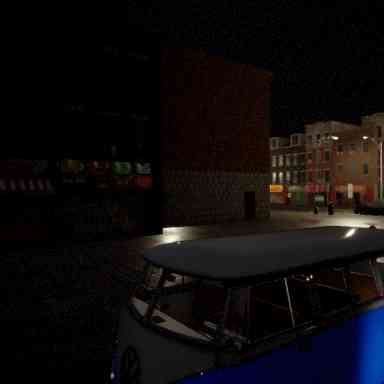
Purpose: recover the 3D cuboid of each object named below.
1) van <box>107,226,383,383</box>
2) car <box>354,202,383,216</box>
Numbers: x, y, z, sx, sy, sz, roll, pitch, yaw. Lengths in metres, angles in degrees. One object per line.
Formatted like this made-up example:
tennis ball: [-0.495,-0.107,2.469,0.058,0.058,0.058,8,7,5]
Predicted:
van: [1.124,1.341,3.624,3.998,1.788,1.690,0,0,-36]
car: [17.290,1.555,29.434,2.033,1.411,5.357,0,0,-35]
